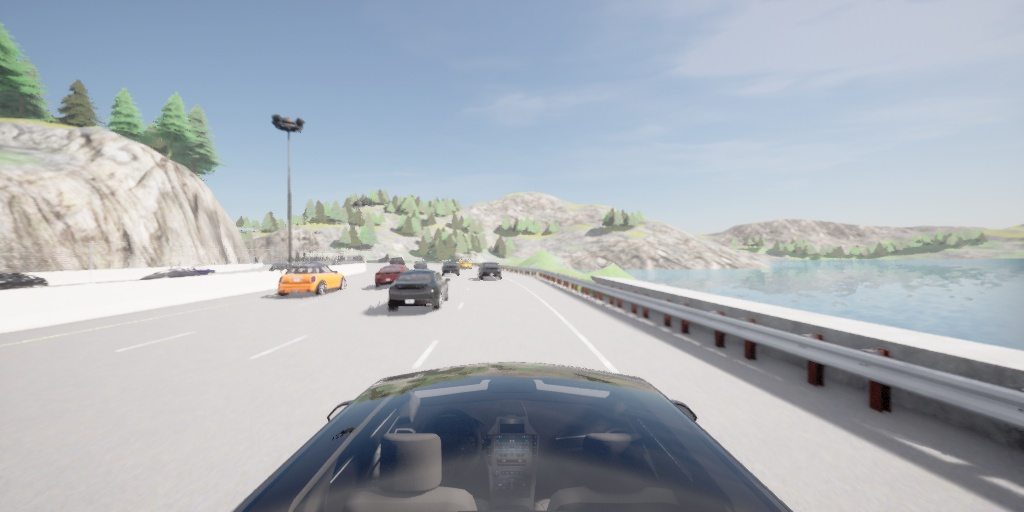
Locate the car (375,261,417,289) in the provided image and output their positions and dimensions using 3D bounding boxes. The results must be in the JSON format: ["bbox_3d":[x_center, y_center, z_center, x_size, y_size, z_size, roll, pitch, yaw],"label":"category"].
[{"bbox_3d":[-8.097,1.345,24.929,1.882,1.535,5.008,0,0,-7],"label":"car"}]

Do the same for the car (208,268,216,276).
[{"bbox_3d":[-35.945,1.846,40.619,1.895,1.301,4.718,-1,0,-12],"label":"car"}]

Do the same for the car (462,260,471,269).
[{"bbox_3d":[-7.930,1.356,58.600,1.882,1.535,5.008,0,0,-17],"label":"car"}]

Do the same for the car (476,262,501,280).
[{"bbox_3d":[-2.095,1.295,32.514,1.837,1.490,4.892,0,0,-9],"label":"car"}]

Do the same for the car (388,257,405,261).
[{"bbox_3d":[-17.248,1.222,53.686,2.150,2.045,5.566,0,0,-17],"label":"car"}]

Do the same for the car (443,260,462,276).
[{"bbox_3d":[-6.778,1.360,39.215,1.837,1.490,4.892,0,0,-12],"label":"car"}]

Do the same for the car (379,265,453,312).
[{"bbox_3d":[-3.684,1.309,14.680,1.837,1.490,4.892,0,0,-4],"label":"car"}]

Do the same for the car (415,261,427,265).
[{"bbox_3d":[-13.156,1.437,51.356,2.128,1.511,4.902,0,0,-16],"label":"car"}]

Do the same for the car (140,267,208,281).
[{"bbox_3d":[-26.495,1.678,27.978,1.994,1.385,4.181,-1,0,-8],"label":"car"}]

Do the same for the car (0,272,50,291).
[{"bbox_3d":[-29.000,1.650,19.775,1.837,1.490,4.892,-1,0,-6],"label":"car"}]

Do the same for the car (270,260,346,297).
[{"bbox_3d":[-11.183,1.258,20.364,2.097,1.767,4.553,-1,0,-6],"label":"car"}]
